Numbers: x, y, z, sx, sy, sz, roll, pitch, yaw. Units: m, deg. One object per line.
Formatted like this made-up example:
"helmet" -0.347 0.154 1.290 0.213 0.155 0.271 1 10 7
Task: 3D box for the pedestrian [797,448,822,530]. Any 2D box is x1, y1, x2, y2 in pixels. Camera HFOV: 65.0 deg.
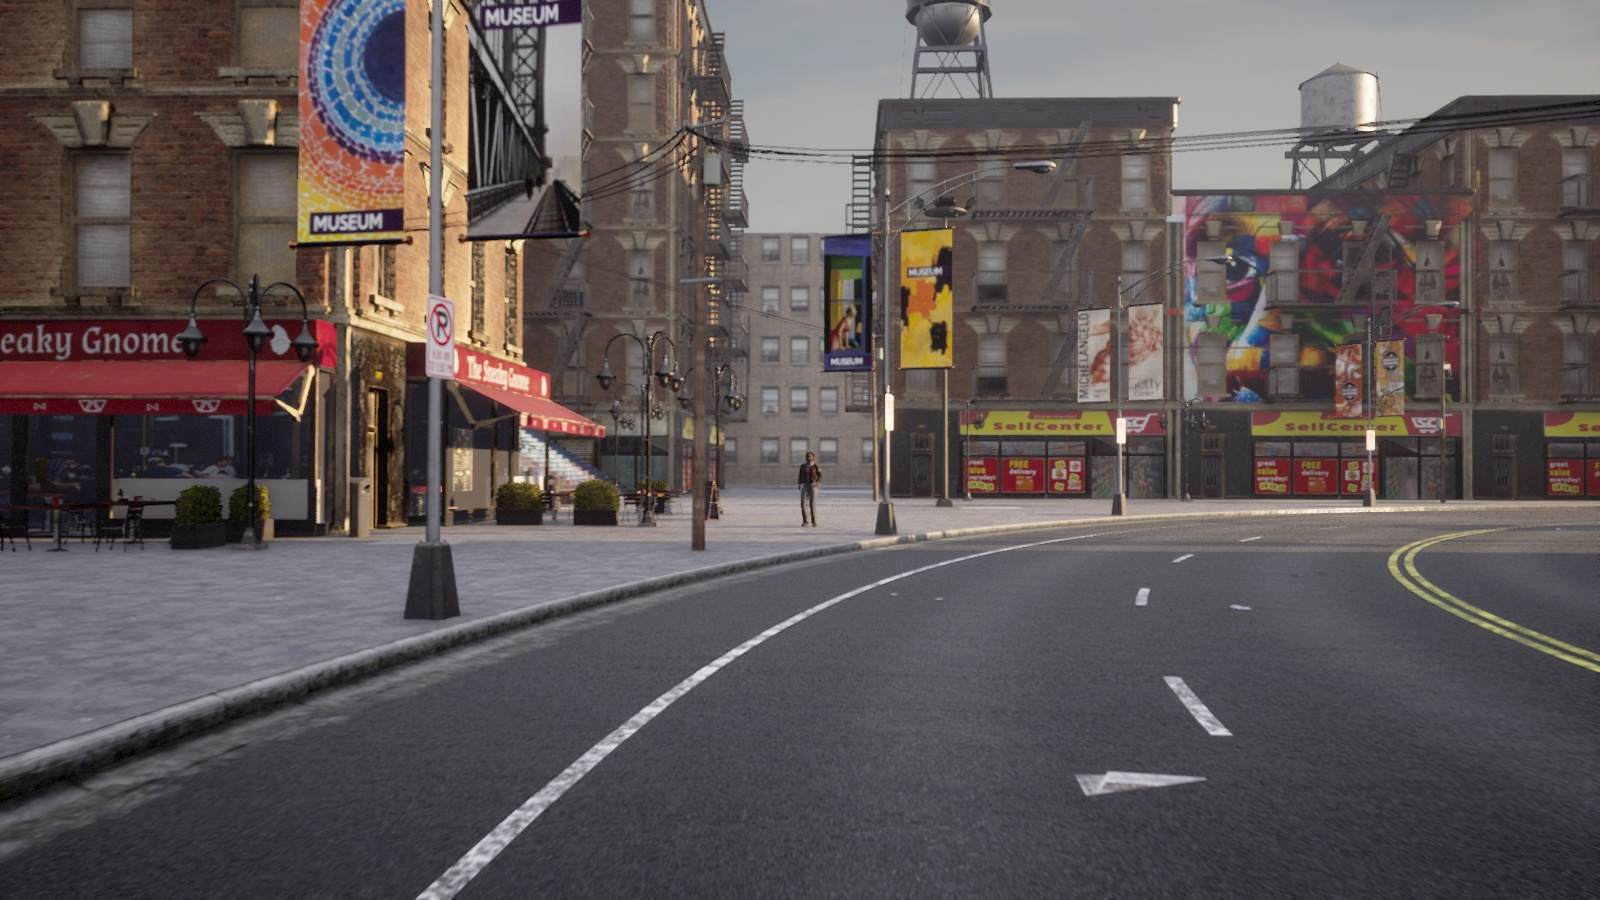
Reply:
"pedestrian" 0.224 0.923 30.055 0.402 1.930 0.666 -1 -1 19
